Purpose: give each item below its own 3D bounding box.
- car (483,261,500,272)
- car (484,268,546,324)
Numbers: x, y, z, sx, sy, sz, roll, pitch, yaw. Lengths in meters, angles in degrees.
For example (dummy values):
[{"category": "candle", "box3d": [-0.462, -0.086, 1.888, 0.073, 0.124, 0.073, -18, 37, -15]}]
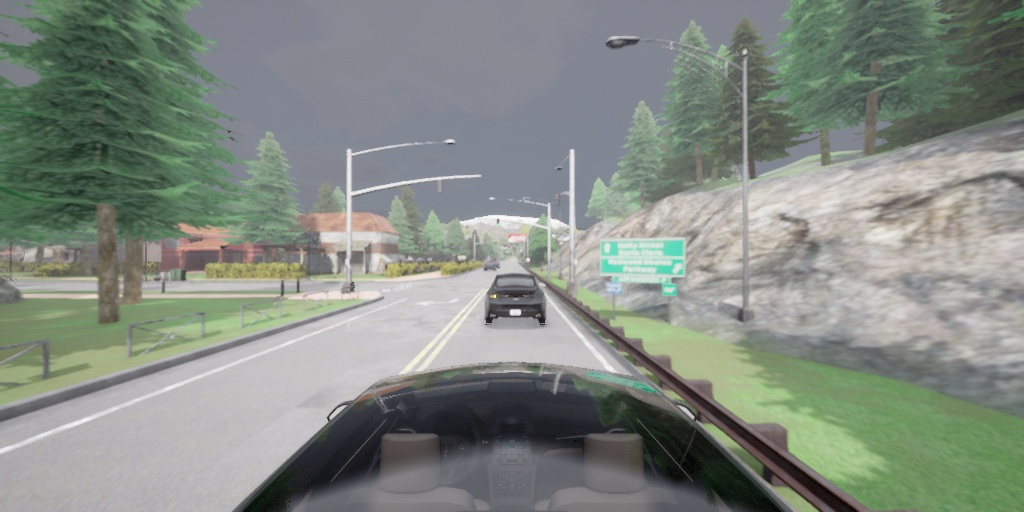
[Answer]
[{"category": "car", "box3d": [-3.439, 1.689, 56.511, 2.033, 1.411, 5.357, 0, 0, 1]}, {"category": "car", "box3d": [0.106, 1.329, 12.260, 1.837, 1.490, 4.892, 0, -1, 0]}]
